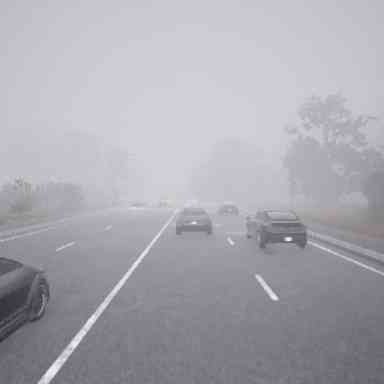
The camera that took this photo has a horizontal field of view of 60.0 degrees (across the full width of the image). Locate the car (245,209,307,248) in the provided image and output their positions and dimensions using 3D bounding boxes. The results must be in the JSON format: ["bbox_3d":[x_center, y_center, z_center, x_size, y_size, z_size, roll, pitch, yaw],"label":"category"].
[{"bbox_3d":[3.603,1.508,14.839,1.837,1.490,4.892,0,0,0],"label":"car"}]

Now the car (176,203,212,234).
[{"bbox_3d":[0.107,1.568,19.201,1.994,1.385,4.181,0,0,0],"label":"car"}]

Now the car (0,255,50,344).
[{"bbox_3d":[-3.598,1.565,4.431,1.994,1.385,4.181,0,0,0],"label":"car"}]

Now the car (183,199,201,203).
[{"bbox_3d":[0.003,1.533,36.798,1.812,1.442,4.674,0,0,-1],"label":"car"}]

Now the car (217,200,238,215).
[{"bbox_3d":[3.544,1.533,33.575,1.812,1.442,4.674,0,0,-1],"label":"car"}]

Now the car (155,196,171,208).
[{"bbox_3d":[-4.163,1.360,48.237,2.097,1.767,4.553,0,0,-3],"label":"car"}]

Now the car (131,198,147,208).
[{"bbox_3d":[-7.688,1.571,48.578,1.994,1.385,4.181,0,0,-4],"label":"car"}]
